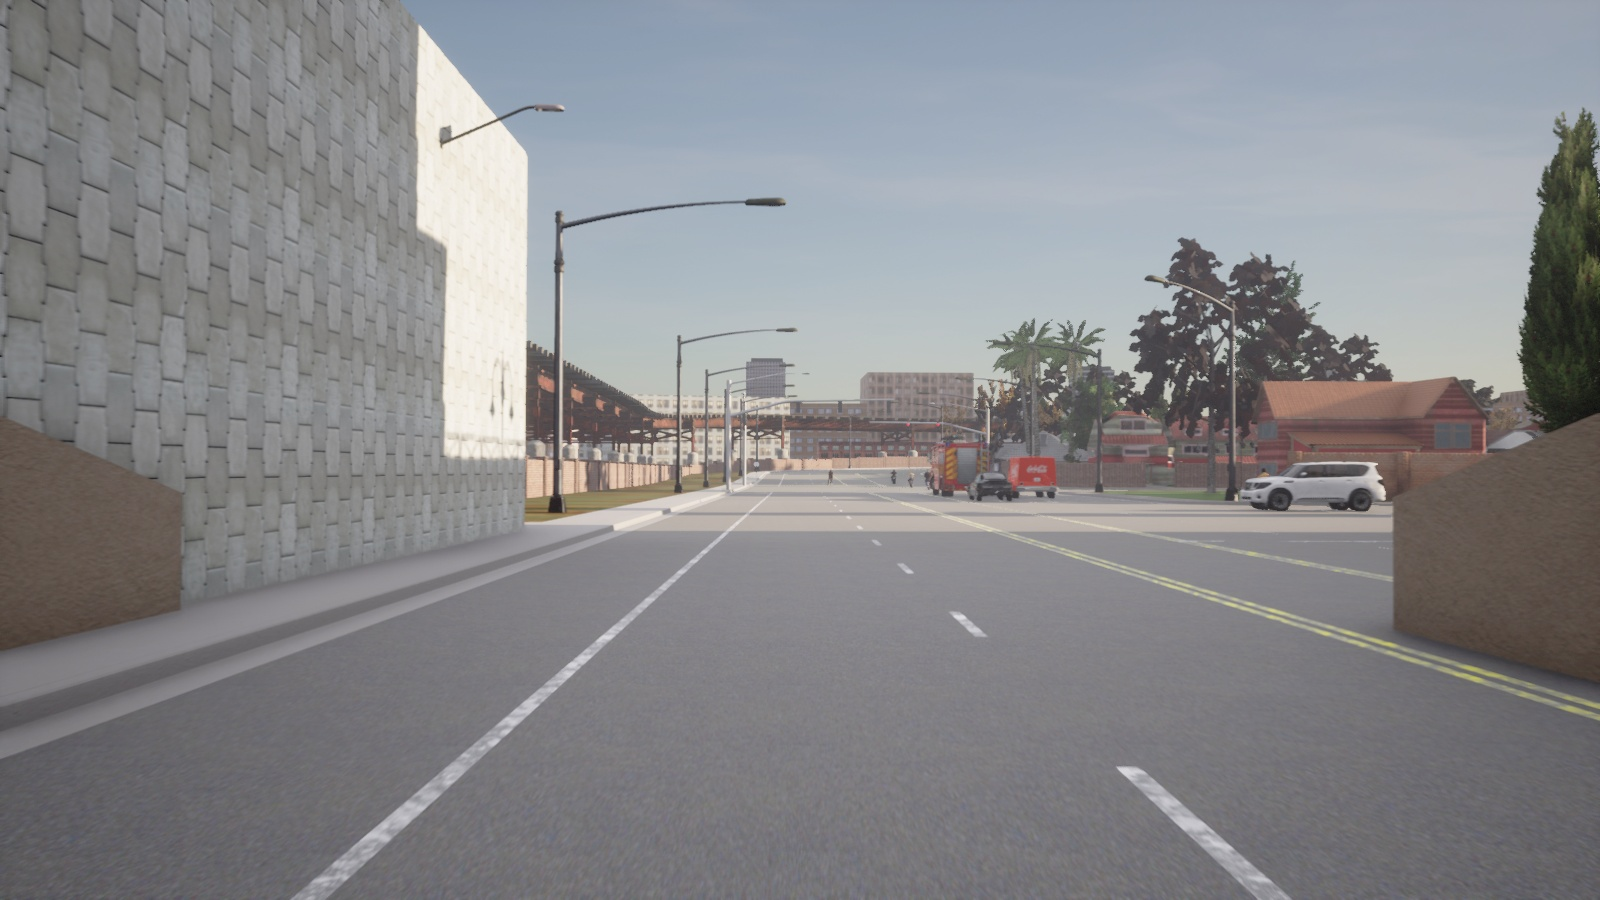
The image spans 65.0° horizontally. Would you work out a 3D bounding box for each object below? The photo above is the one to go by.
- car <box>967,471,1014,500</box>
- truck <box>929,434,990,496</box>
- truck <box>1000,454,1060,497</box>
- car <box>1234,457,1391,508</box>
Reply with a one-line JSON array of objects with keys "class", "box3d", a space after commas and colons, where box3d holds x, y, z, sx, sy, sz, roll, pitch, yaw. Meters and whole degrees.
[{"class": "car", "box3d": [10.315, 1.919, 68.295, 1.837, 1.490, 4.892, 0, -1, 0]}, {"class": "truck", "box3d": [10.288, 0.978, 81.797, 2.891, 3.827, 8.468, 0, -1, 0]}, {"class": "truck", "box3d": [13.805, 1.541, 75.763, 2.627, 2.467, 5.204, 0, -1, 0]}, {"class": "car", "box3d": [21.004, 1.314, 51.651, 5.566, 2.045, 2.150, 0, -1, -1]}]
